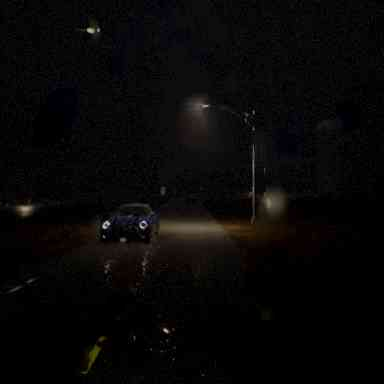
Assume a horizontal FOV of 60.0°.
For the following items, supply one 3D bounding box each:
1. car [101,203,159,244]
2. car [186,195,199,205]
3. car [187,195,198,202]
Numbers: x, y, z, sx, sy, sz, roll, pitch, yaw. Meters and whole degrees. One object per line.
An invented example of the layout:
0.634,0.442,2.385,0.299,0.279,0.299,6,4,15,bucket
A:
-2.812,1.363,15.857,2.097,1.767,4.553,0,0,0,car
0.017,1.191,52.788,1.882,1.535,5.008,0,0,0,car
0.021,1.210,63.247,1.994,1.385,4.181,0,0,0,car
